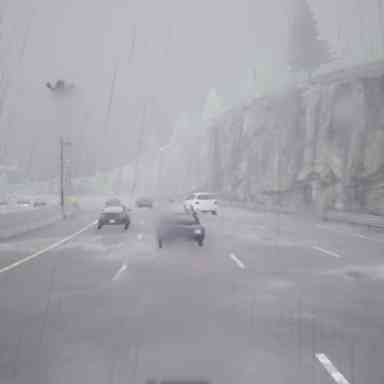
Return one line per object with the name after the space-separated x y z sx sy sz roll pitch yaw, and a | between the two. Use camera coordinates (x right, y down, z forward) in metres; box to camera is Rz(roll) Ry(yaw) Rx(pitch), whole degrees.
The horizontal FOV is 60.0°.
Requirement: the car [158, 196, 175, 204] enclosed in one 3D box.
-4.835 1.462 62.179 1.895 1.301 4.718 -1 0 -22 | car

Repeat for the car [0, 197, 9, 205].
-35.451 1.723 62.158 1.837 1.490 4.892 -1 0 -22 | car

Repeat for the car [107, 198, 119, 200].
-11.977 1.547 50.505 1.994 1.385 4.181 -1 0 -19 | car

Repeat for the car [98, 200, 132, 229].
-4.923 1.516 21.462 1.812 1.442 4.674 -1 0 -8 | car

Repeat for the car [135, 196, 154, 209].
-6.649 1.428 45.403 2.128 1.511 4.902 -1 0 -17 | car

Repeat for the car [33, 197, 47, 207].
-24.379 1.598 53.502 1.882 1.535 5.008 -1 1 -22 | car

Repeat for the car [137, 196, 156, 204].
-8.627 1.452 62.498 2.033 1.411 5.357 -1 0 -24 | car

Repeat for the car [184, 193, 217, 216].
0.717 1.113 31.143 2.150 2.045 5.566 0 0 -12 | car

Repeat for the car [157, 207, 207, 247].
-0.603 1.560 14.951 1.895 1.301 4.718 -1 0 -6 | car

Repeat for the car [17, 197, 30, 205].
-32.511 1.725 64.218 1.994 1.385 4.181 -1 0 -22 | car
